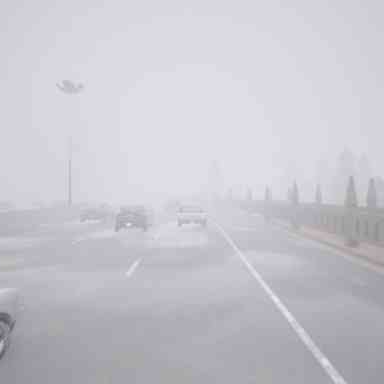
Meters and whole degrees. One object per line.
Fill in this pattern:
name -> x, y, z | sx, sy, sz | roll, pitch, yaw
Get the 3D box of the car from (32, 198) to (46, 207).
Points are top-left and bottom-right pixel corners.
car -> -24.252, 1.679, 52.789 | 2.033, 1.411, 5.357 | 0, 0, -21

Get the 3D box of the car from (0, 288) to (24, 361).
car -> -3.400, 1.601, 2.767 | 1.895, 1.301, 4.718 | 0, 0, 0

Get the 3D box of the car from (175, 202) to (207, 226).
car -> -0.087, 1.618, 23.217 | 1.895, 1.301, 4.718 | 0, 0, -3

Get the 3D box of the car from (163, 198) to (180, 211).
car -> -2.386, 1.557, 41.085 | 1.837, 1.490, 4.892 | 0, 0, -12

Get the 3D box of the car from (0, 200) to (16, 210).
car -> -25.047, 1.698, 44.522 | 1.895, 1.301, 4.718 | 0, 0, -17

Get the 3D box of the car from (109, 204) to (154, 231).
car -> -3.490, 1.518, 20.488 | 1.837, 1.490, 4.892 | 0, 0, -1

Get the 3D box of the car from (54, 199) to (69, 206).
car -> -18.756, 1.698, 47.809 | 1.895, 1.301, 4.718 | 0, 0, -18

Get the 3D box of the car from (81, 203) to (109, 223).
car -> -7.256, 1.548, 25.708 | 1.812, 1.442, 4.674 | 0, 0, -3
